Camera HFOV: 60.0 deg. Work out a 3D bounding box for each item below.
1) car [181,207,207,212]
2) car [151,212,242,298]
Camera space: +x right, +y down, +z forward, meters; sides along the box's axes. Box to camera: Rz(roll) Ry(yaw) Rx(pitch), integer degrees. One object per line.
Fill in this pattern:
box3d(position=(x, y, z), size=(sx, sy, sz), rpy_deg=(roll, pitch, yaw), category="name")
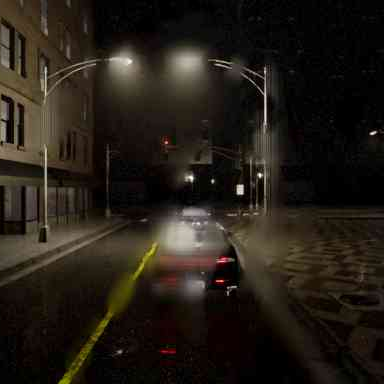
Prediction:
box3d(position=(0.096, 1.547, 18.612), size=(2.033, 1.411, 5.357), rpy_deg=(0, 0, -2), category="car")
box3d(position=(0.088, 1.491, 8.501), size=(2.128, 1.511, 4.902), rpy_deg=(0, 0, 0), category="car")
